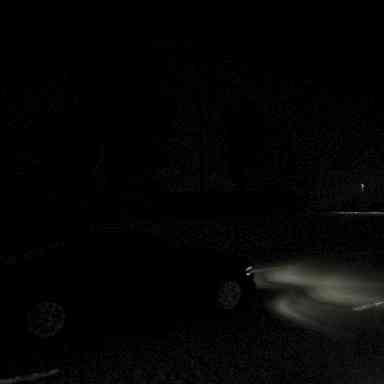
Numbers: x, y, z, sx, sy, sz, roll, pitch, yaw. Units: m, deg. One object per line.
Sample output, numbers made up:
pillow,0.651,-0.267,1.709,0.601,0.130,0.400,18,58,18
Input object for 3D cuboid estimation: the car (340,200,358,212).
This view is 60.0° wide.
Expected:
car,20.093,1.788,42.645,2.033,1.411,5.357,-1,-1,23

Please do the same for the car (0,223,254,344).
car,-1.185,1.468,6.296,5.008,1.535,1.882,0,0,-23

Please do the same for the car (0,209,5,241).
car,-10.580,1.510,14.226,4.181,1.385,1.994,0,0,-17

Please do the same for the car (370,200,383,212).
car,23.330,1.745,41.320,2.033,1.411,5.357,-1,-1,23

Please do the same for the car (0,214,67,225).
car,-6.355,1.519,11.828,5.357,1.411,2.033,0,0,-21
